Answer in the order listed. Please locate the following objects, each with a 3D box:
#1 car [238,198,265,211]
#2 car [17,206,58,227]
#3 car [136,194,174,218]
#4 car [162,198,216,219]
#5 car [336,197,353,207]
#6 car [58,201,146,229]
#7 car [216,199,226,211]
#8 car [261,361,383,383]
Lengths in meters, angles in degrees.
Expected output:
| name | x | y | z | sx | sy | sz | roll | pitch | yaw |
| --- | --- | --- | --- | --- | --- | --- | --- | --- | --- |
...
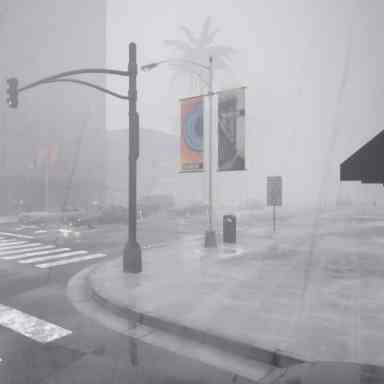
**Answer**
| name | x | y | z | sx | sy | sz | roll | pitch | yaw |
| --- | --- | --- | --- | --- | --- | --- | --- | --- | --- |
| car | 7.336 | 1.555 | 40.967 | 2.128 | 1.511 | 4.902 | 0 | 0 | 35 |
| car | -9.356 | 1.615 | 22.989 | 1.895 | 1.301 | 4.718 | 0 | 0 | 35 |
| car | -3.720 | 1.252 | 30.963 | 2.150 | 2.045 | 5.566 | 0 | 0 | 35 |
| car | -0.170 | 1.515 | 30.353 | 1.882 | 1.535 | 5.008 | 0 | 0 | 35 |
| car | 24.756 | 1.620 | 54.043 | 2.128 | 1.511 | 4.902 | 0 | 0 | 35 |
| car | -5.836 | 1.568 | 22.328 | 2.033 | 1.411 | 5.357 | 0 | 0 | 35 |
| car | 2.213 | 1.529 | 39.347 | 1.882 | 1.535 | 5.008 | 0 | 0 | 35 |
| car | 2.173 | 1.551 | 1.296 | 4.403 | 1.369 | 2.008 | 0 | 0 | 36 |
